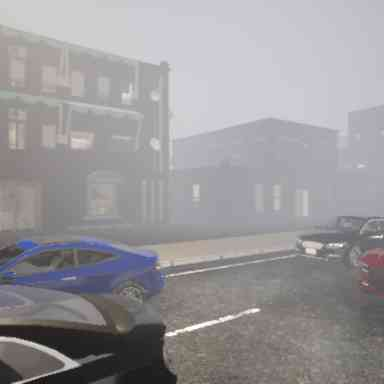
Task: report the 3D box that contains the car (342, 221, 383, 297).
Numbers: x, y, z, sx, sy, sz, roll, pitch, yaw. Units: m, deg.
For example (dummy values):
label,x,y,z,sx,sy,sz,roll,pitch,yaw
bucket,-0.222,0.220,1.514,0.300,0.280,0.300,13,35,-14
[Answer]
label,x,y,z,sx,sy,sz,roll,pitch,yaw
car,5.889,1.560,7.871,5.008,1.535,1.882,1,0,-36

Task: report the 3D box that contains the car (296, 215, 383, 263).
label,x,y,z,sx,sy,sz,roll,pitch,yaw
car,5.679,1.593,11.703,4.902,1.511,2.128,1,0,-35

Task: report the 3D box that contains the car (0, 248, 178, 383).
label,x,y,z,sx,sy,sz,roll,pitch,yaw
car,-2.387,1.485,1.979,4.902,1.511,2.128,1,0,-35

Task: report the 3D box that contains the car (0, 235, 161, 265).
label,x,y,z,sx,sy,sz,roll,pitch,yaw
car,-2.662,1.536,5.778,4.674,1.442,1.812,1,0,-36
